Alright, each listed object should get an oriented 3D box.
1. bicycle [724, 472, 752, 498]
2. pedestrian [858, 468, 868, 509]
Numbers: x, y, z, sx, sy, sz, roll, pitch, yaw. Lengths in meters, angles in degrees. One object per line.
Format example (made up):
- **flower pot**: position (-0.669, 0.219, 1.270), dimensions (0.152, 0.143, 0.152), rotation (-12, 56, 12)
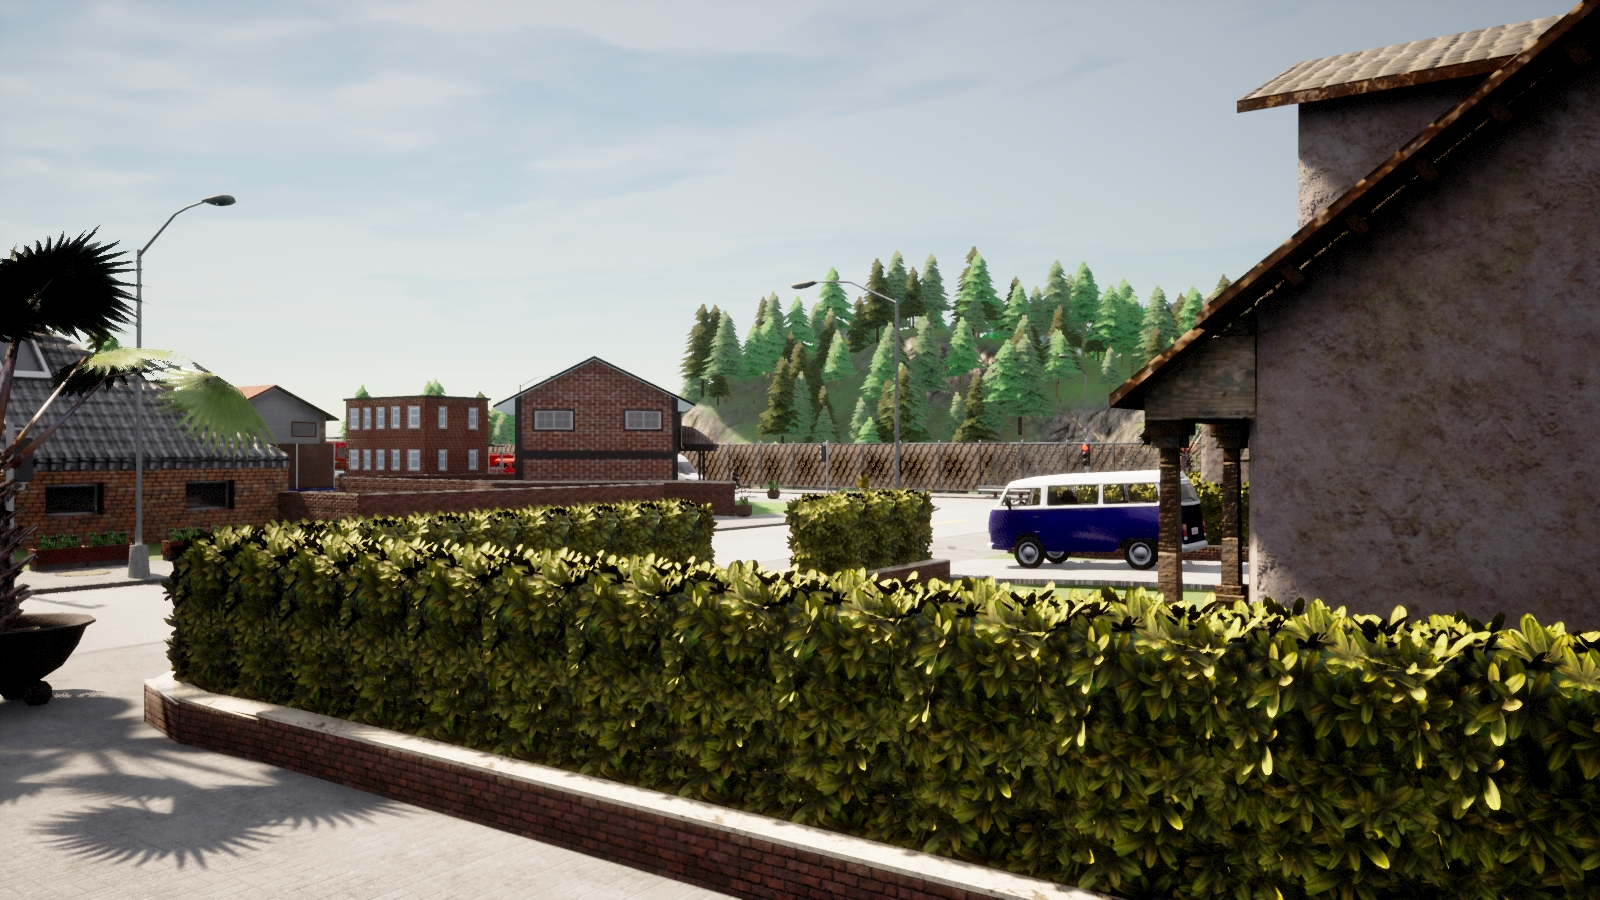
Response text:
- **bicycle**: position (-3.643, 2.044, 67.431), dimensions (1.835, 1.471, 0.329), rotation (0, 0, 35)
- **pedestrian**: position (2.836, 1.734, 51.757), dimensions (0.375, 1.860, 0.375), rotation (0, 0, 18)
